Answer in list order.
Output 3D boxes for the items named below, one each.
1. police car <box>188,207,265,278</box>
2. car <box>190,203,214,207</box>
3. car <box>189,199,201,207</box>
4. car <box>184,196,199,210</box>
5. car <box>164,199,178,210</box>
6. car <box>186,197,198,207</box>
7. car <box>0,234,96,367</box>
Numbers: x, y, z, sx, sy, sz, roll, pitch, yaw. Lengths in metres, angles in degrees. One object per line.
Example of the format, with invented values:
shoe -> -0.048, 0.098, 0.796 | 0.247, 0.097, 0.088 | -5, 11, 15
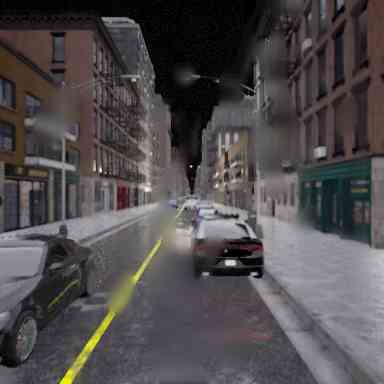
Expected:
police car -> 0.910, 1.474, 10.408 | 1.930, 1.638, 5.238 | 0, 0, 0
car -> 0.919, 1.628, 20.298 | 1.812, 1.442, 4.674 | 0, 0, 0
car -> 0.924, 1.616, 26.298 | 1.882, 1.535, 5.008 | 0, 0, 0
car -> 0.051, 1.517, 47.326 | 2.150, 2.045, 5.566 | 0, 0, 1
car -> -3.042, 1.791, 49.473 | 1.882, 1.535, 5.008 | 0, 0, 0
car -> 0.055, 1.767, 61.302 | 2.097, 1.767, 4.553 | 0, -1, 0
car -> -3.081, 1.553, 5.941 | 1.812, 1.442, 4.674 | 0, 0, 0
